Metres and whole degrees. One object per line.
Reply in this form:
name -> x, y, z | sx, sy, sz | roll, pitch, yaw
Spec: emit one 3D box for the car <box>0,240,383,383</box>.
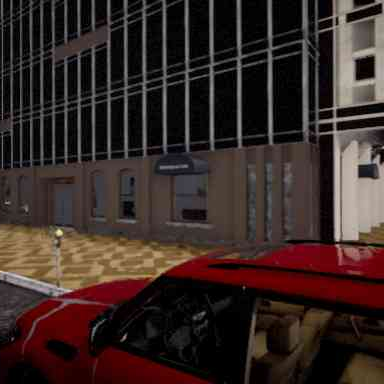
car -> 0.617, 1.316, 2.440 | 5.009, 1.841, 2.192 | 0, 0, 36
